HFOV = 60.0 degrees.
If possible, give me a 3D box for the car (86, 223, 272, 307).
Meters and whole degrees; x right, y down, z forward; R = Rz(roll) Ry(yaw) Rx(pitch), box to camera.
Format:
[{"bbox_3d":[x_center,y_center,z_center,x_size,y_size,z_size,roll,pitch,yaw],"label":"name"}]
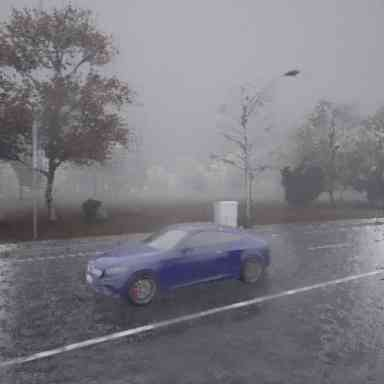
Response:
[{"bbox_3d":[-0.114,1.504,7.997,4.674,1.442,1.812,0,0,-33],"label":"car"}]
